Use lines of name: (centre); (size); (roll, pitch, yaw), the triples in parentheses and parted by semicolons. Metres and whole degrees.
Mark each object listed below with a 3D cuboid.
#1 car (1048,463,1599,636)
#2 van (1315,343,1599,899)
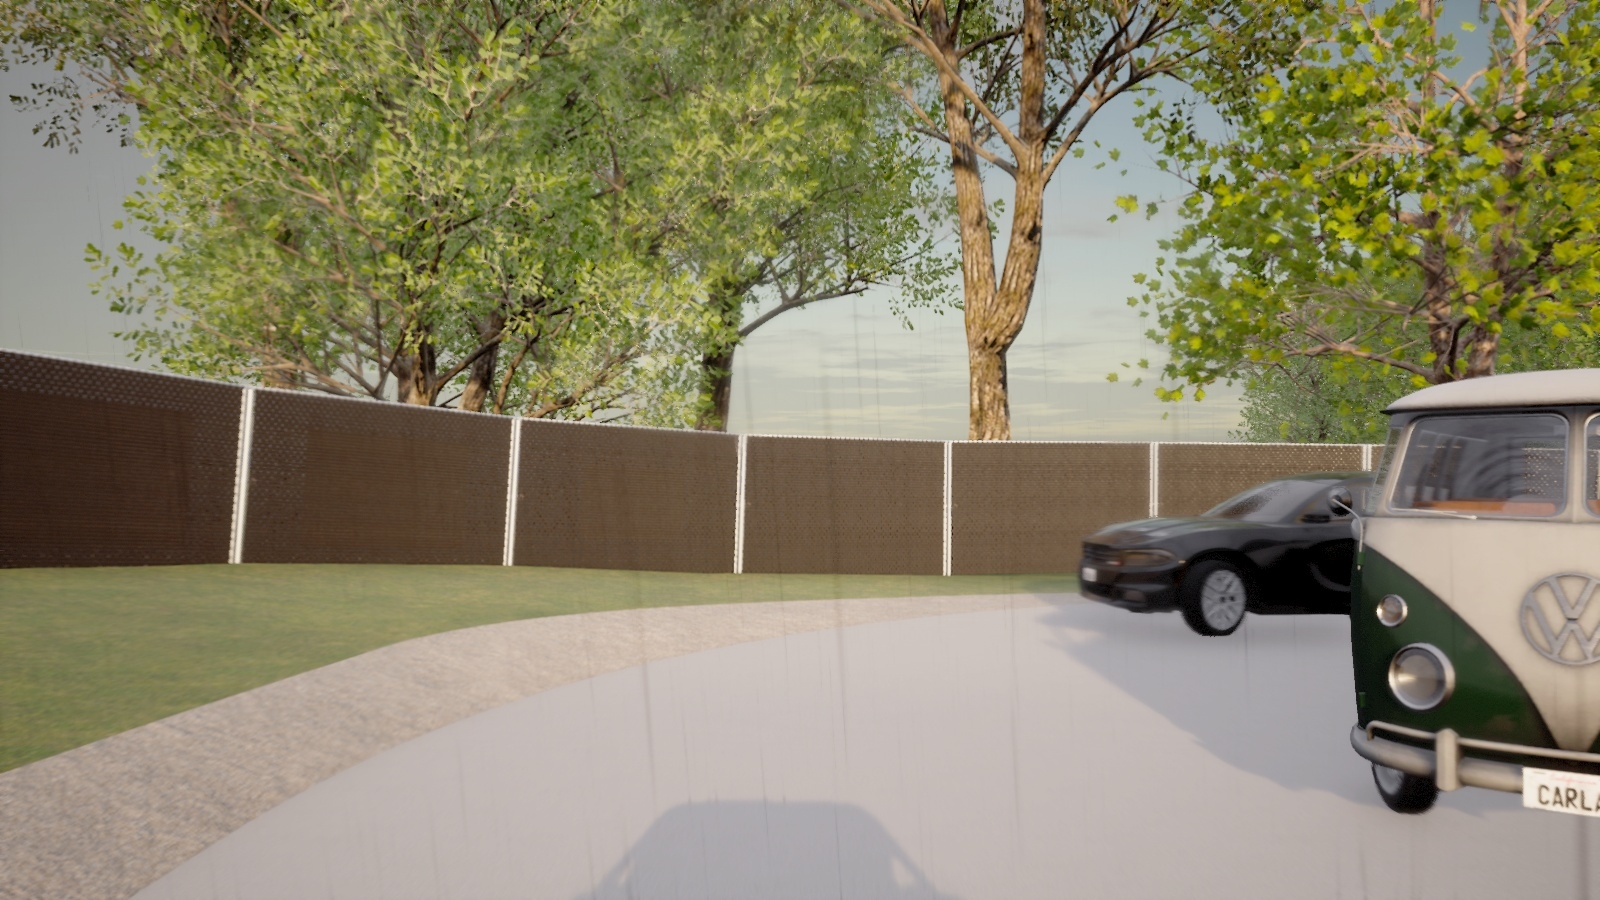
car: (5.213, 0.908, 12.596); (5.008, 1.535, 1.882); (0, 0, -8)
van: (4.056, 0.641, 6.355); (1.775, 1.987, 4.442); (-1, -1, 34)
